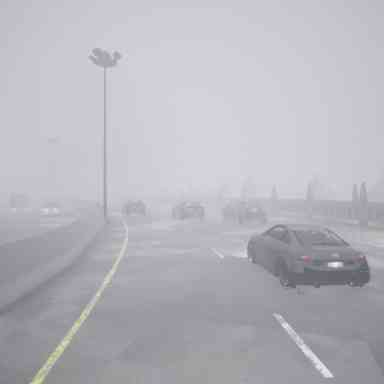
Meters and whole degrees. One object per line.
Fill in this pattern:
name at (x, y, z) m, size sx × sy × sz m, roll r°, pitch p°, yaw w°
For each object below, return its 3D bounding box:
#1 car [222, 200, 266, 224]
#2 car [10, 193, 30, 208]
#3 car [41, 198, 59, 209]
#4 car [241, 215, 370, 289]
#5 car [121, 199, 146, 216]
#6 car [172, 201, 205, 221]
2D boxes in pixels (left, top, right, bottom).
car at (3.807, 1.347, 25.035) m, size 2.097 × 1.767 × 4.553 m, roll 0°, pitch 0°, yaw -13°
car at (-24.890, 1.214, 47.894) m, size 2.150 × 2.045 × 5.566 m, roll 0°, pitch 0°, yaw -33°
car at (-19.517, 1.555, 45.698) m, size 1.994 × 1.385 × 4.181 m, roll 0°, pitch 0°, yaw -30°
car at (2.944, 1.562, 9.270) m, size 1.994 × 1.385 × 4.181 m, roll 0°, pitch 0°, yaw -5°
car at (-5.861, 1.483, 33.093) m, size 2.128 × 1.511 × 4.902 m, roll 0°, pitch 0°, yaw -20°
car at (-0.381, 1.486, 27.274) m, size 2.128 × 1.511 × 4.902 m, roll 0°, pitch 0°, yaw -15°
